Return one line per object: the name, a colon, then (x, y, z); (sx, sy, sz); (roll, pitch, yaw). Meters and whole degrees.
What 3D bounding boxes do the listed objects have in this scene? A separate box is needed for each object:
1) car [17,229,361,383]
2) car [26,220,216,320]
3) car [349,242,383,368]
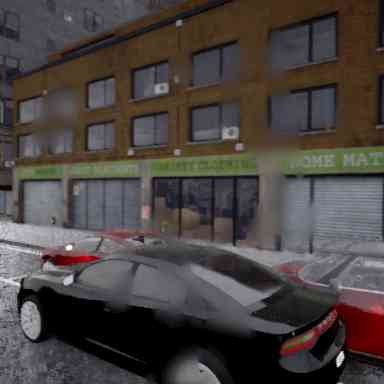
car: (-0.550, 1.487, 4.753); (5.008, 1.535, 1.882); (0, 0, 36)
car: (-1.845, 1.559, 7.958); (4.507, 1.381, 1.887); (0, 1, 36)
car: (2.631, 1.453, 4.753); (4.097, 1.590, 1.967); (0, 1, 36)
